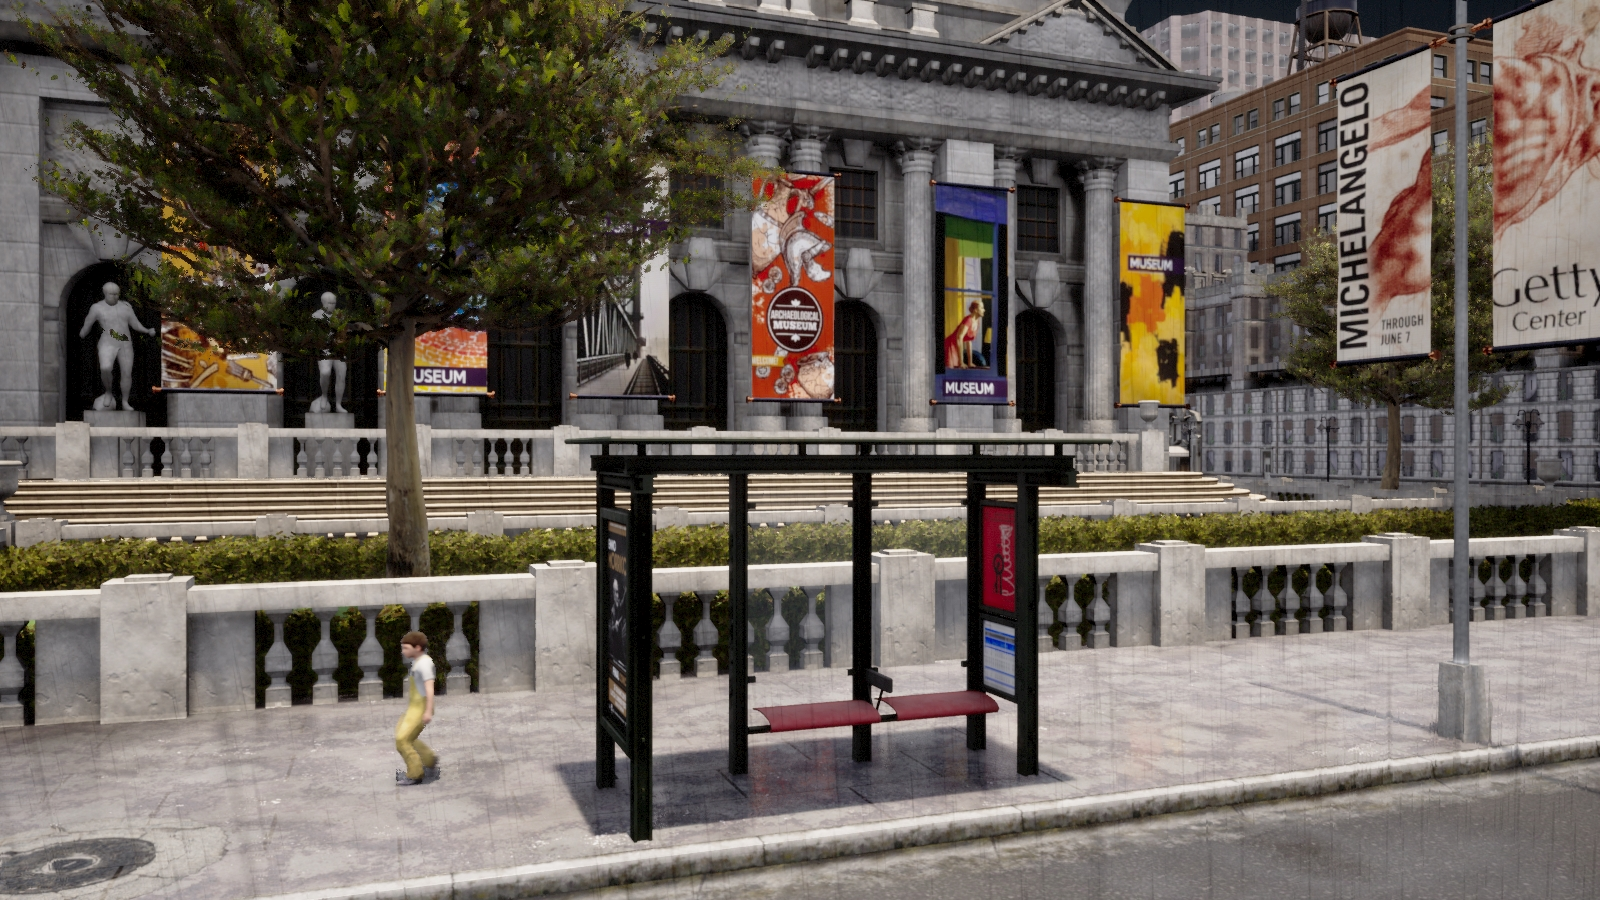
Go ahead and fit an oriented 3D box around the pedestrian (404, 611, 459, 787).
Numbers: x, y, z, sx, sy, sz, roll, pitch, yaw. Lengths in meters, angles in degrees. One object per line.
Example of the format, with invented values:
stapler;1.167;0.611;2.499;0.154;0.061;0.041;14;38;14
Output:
pedestrian;-2.954;1.977;9.153;0.375;1.300;0.375;0;0;-25
